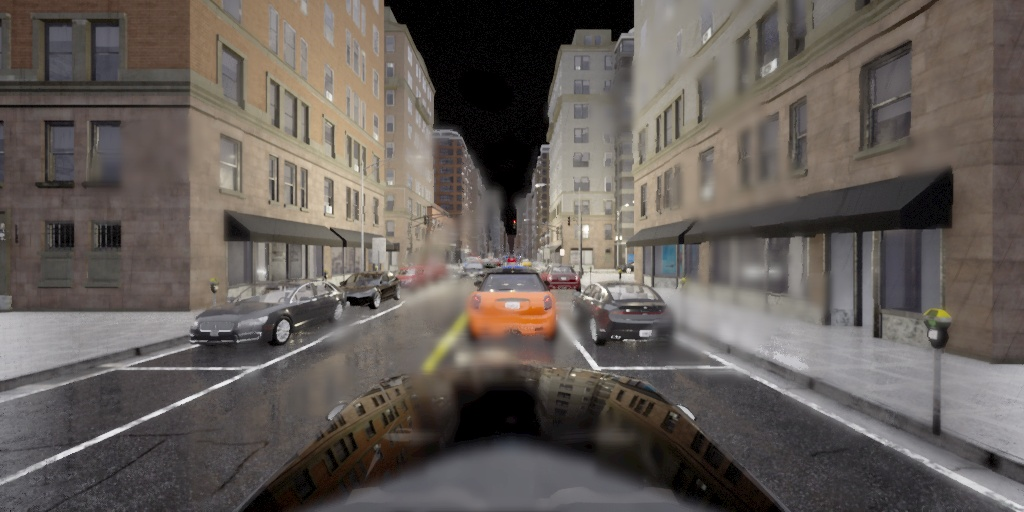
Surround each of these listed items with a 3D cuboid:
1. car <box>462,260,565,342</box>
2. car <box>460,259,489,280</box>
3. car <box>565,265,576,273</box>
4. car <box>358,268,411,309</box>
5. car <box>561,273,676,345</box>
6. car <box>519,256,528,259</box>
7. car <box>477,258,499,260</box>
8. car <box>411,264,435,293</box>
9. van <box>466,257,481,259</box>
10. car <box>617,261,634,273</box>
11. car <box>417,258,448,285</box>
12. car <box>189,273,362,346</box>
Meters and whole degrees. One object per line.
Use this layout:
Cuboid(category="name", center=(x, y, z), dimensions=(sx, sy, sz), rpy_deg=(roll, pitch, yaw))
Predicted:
Cuboid(category="car", center=(0.014, 1.099, 9.948), dimensions=(2.097, 1.767, 4.553), rpy_deg=(0, 0, 0))
Cuboid(category="car", center=(-3.121, 1.263, 30.161), dimensions=(1.812, 1.442, 4.674), rpy_deg=(0, 0, 0))
Cuboid(category="car", center=(2.656, 1.182, 20.340), dimensions=(1.967, 1.591, 4.097), rpy_deg=(0, 0, 0))
Cuboid(category="car", center=(-5.866, 1.311, 14.784), dimensions=(1.948, 1.339, 4.313), rpy_deg=(0, 0, 0))
Cuboid(category="car", center=(2.664, 1.298, 9.289), dimensions=(2.007, 1.370, 4.403), rpy_deg=(0, 0, 0))
Cuboid(category="car", center=(2.622, 1.243, 64.171), dimensions=(1.751, 1.417, 4.829), rpy_deg=(0, 0, 0))
Cuboid(category="car", center=(-3.378, 1.327, 49.610), dimensions=(1.895, 1.301, 4.718), rpy_deg=(0, 0, 6))
Cuboid(category="car", center=(-5.870, 1.325, 20.308), dimensions=(1.802, 1.307, 4.207), rpy_deg=(0, 0, 0))
Cuboid(category="van", center=(-5.895, 1.065, 52.779), dimensions=(1.690, 1.789, 3.998), rpy_deg=(0, 0, 0))
Cuboid(category="car", center=(14.536, 1.228, 40.973), dimensions=(4.892, 1.490, 1.837), rpy_deg=(0, 0, 1))
Cuboid(category="car", center=(-5.875, 1.055, 25.831), dimensions=(2.192, 1.841, 5.009), rpy_deg=(0, 0, 0))
Cuboid(category="car", center=(-5.862, 1.298, 9.259), dimensions=(2.007, 1.370, 4.403), rpy_deg=(0, 0, 0))
